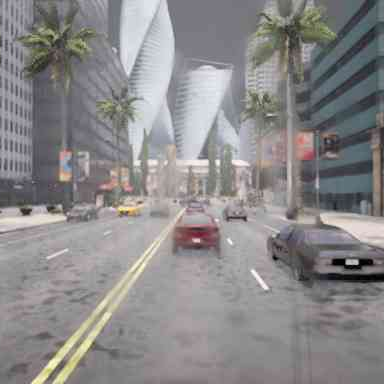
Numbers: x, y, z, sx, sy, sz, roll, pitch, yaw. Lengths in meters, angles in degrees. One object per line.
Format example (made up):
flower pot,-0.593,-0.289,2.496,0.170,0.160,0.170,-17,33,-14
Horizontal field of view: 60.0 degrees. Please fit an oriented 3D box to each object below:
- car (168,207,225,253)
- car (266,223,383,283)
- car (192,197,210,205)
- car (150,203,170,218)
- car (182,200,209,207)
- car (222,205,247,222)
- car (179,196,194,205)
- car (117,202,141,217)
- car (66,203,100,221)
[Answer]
car,0.187,1.635,14.564,1.882,1.535,5.008,0,0,1
car,3.645,1.658,10.022,2.033,1.411,5.357,0,-1,1
car,2.534,2.347,75.851,1.994,1.385,4.181,0,-1,29
car,-3.349,1.930,35.749,2.033,1.411,5.357,0,-1,0
car,0.340,1.866,34.838,2.128,1.511,4.902,0,-1,0
car,3.805,1.873,30.161,2.033,1.411,5.357,0,-1,0
car,-0.833,2.051,77.043,2.150,2.045,5.566,0,-1,29
car,-6.842,1.864,36.287,1.882,1.535,5.008,0,-1,0
car,-9.876,1.804,30.424,2.231,1.521,4.892,0,-1,0
